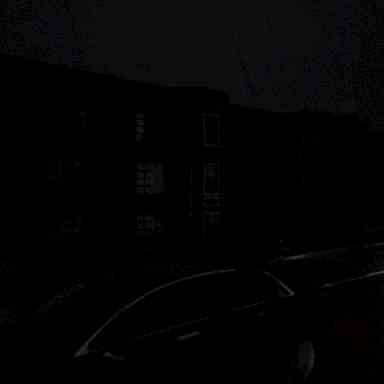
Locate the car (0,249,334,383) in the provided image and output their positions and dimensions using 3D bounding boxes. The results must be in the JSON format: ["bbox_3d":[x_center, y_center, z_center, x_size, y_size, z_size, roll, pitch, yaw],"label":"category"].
[{"bbox_3d":[-0.450,1.505,3.747,4.892,1.490,1.837,1,0,-32],"label":"car"}]
